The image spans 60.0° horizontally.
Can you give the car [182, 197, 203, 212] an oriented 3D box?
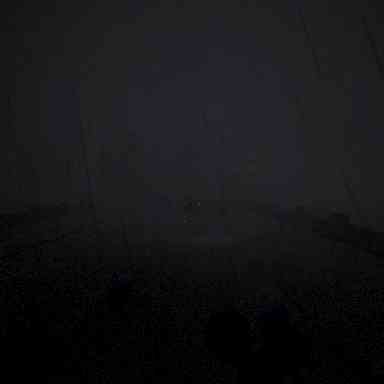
[{"bbox_3d":[0.024,1.273,35.275,1.812,1.442,4.674,0,0,0],"label":"car"}]
